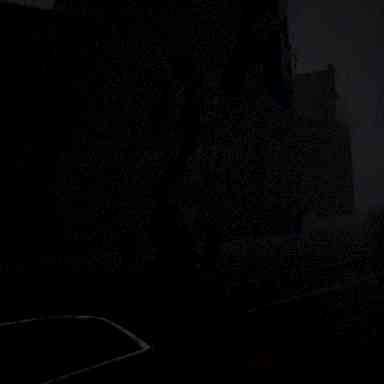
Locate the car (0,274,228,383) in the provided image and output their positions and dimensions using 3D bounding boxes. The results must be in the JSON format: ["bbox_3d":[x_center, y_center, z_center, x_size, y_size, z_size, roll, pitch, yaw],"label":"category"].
[{"bbox_3d":[-1.954,1.504,2.301,4.892,1.490,1.837,1,0,-36],"label":"car"}]
